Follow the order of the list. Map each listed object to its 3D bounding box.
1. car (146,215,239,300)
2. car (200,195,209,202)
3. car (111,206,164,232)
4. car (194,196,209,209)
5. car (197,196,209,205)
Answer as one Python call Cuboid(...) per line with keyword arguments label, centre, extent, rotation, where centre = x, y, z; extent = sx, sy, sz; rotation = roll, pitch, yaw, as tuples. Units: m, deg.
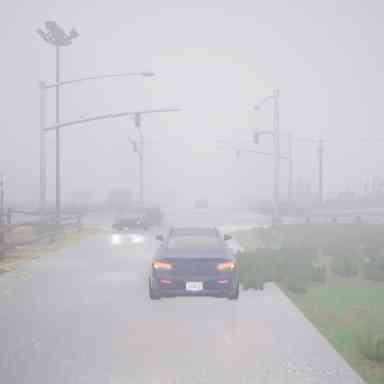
Cuboid(label="car", centre=(0.044, 1.526, 8.271), extent=(1.812, 1.442, 4.674), rotation=(0, 0, 0))
Cuboid(label="car", centre=(2.802, 1.494, 74.362), extent=(2.033, 1.411, 5.357), rotation=(0, 0, 3))
Cuboid(label="car", centre=(-3.099, 1.547, 20.401), extent=(2.033, 1.411, 5.357), rotation=(0, 0, 10))
Cuboid(label="car", centre=(1.286, 1.512, 43.791), extent=(2.033, 1.411, 5.357), rotation=(0, 0, 3))
Cuboid(label="car", centre=(2.024, 1.513, 59.213), extent=(2.033, 1.411, 5.357), rotation=(0, 0, 3))
